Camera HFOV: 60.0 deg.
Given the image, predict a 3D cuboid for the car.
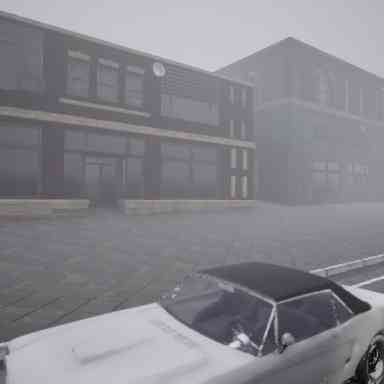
[{"bbox_3d":[0.486,1.599,3.732,4.718,1.301,1.895,0,0,-36],"label":"car"}]
